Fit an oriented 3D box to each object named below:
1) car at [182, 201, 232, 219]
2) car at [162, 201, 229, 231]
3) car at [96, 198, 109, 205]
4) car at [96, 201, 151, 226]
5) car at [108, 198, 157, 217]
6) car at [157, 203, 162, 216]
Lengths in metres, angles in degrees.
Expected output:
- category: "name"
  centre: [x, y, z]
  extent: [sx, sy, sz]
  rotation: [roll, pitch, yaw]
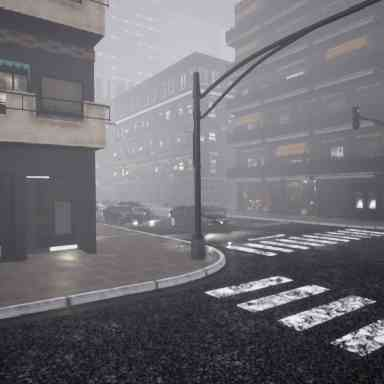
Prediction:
- category: "car"
  centre: [1.223, 1.512, 29.176]
  extent: [2.008, 1.369, 4.403]
  rotation: [-1, 1, -36]
- category: "car"
  centre: [0.295, 1.534, 21.233]
  extent: [1.837, 1.490, 4.892]
  rotation: [-1, 1, -36]
- category: "car"
  centre: [-11.325, 1.568, 37.264]
  extent: [1.812, 1.442, 4.674]
  rotation: [-1, 1, -36]
- category: "car"
  centre: [-5.155, 1.632, 24.549]
  extent: [1.947, 1.339, 4.313]
  rotation: [-1, 1, -36]
- category: "car"
  centre: [-5.275, 1.541, 28.909]
  extent: [1.837, 1.490, 4.892]
  rotation: [-1, 1, -36]
- category: "car"
  centre: [-2.207, 1.597, 29.662]
  extent: [1.895, 1.301, 4.718]
  rotation: [-1, 1, -36]
